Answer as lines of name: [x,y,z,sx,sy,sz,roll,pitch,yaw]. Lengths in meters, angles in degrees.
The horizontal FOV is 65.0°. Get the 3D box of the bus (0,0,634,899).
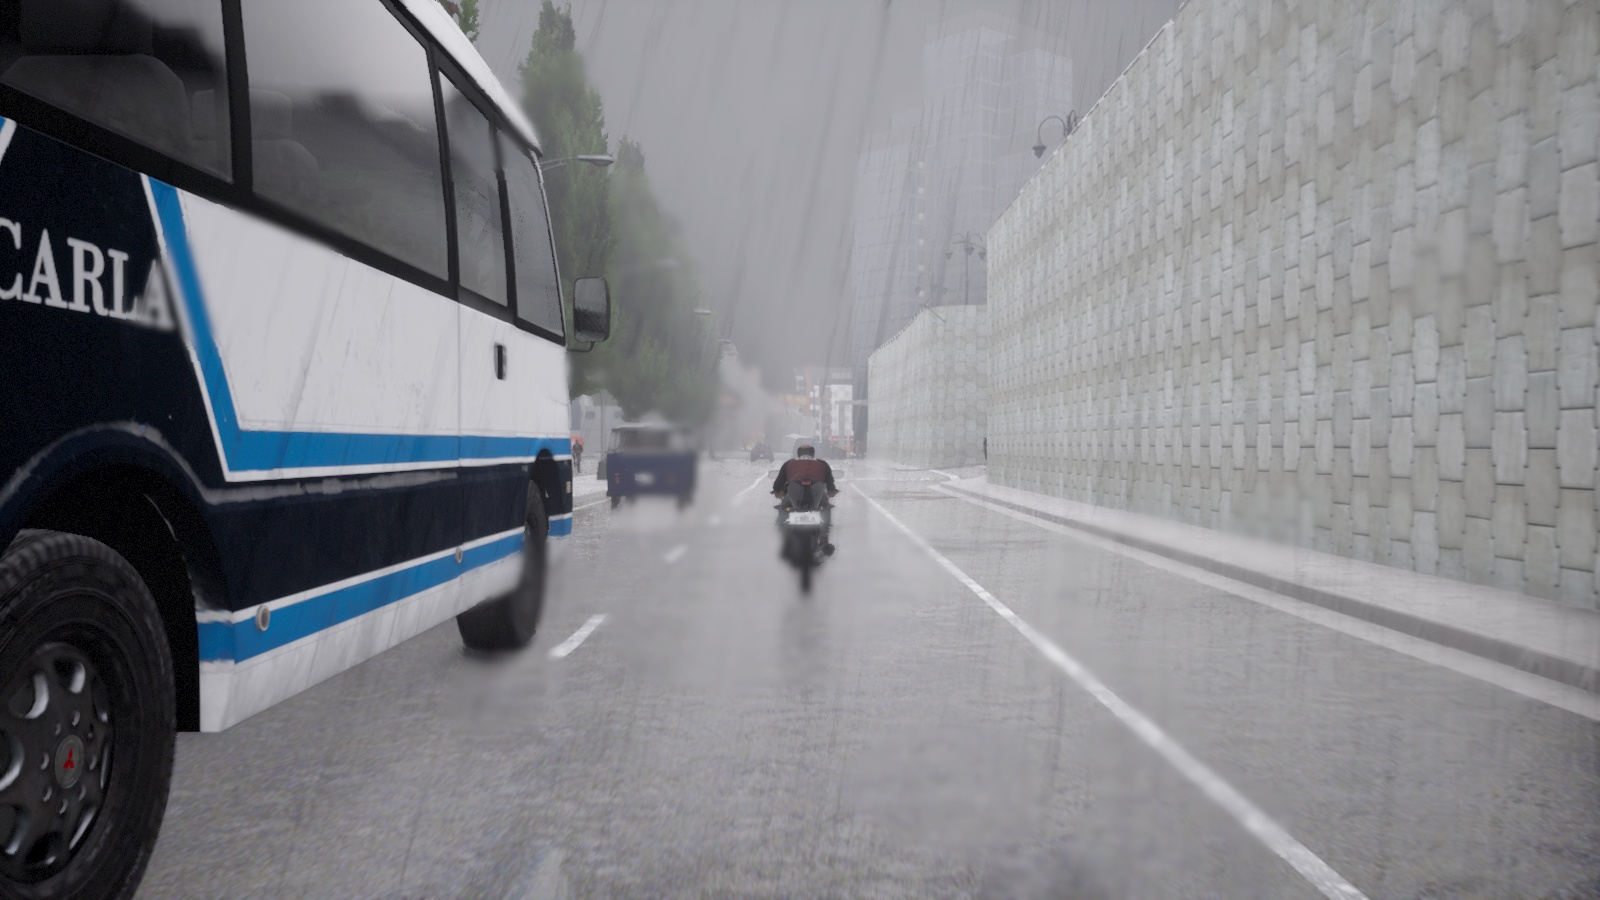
bus: [-3.458,-0.662,6.026,3.944,4.253,10.273,0,0,0]

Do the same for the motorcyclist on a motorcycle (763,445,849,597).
motorcyclist on a motorcycle: [0.061,0.713,13.737,0.866,1.530,2.191,0,0,0]

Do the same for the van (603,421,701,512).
van: [-3.399,0.350,29.575,1.775,1.987,4.442,0,0,0]
